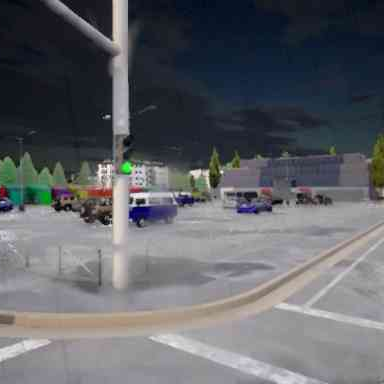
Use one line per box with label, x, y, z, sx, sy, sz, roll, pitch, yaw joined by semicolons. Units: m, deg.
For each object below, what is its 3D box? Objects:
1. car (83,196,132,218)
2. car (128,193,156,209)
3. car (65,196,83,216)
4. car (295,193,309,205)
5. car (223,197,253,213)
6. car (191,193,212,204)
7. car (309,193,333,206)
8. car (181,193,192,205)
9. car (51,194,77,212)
car;-8.178;1.410;32.511;1.970;1.475;3.806;0;0;37
car;-8.146;1.153;51.198;1.932;1.855;4.605;0;0;37
car;-10.500;1.379;34.240;1.784;1.438;3.905;0;0;37
car;18.062;1.121;53.582;1.905;1.878;3.866;0;0;37
car;5.465;1.386;41.183;1.970;1.475;3.806;0;0;37
car;2.296;1.132;65.266;1.905;1.878;3.866;0;0;37
car;20.352;1.117;51.810;1.932;1.855;4.605;0;0;37
car;-0.020;1.372;67.004;1.970;1.475;3.806;0;0;37
car;-12.683;1.170;35.801;1.932;1.855;4.605;0;0;37
